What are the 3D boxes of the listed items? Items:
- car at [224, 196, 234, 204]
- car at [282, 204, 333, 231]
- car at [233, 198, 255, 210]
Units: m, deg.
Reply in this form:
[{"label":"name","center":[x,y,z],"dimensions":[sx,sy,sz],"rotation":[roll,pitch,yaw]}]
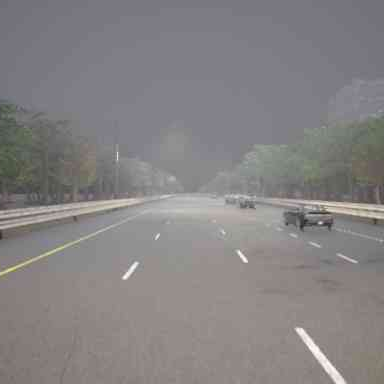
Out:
[{"label":"car","center":[7.135,1.545,62.485],"dimensions":[2.128,1.511,4.902],"rotation":[0,0,0]},{"label":"car","center":[7.005,1.499,20.534],"dimensions":[2.128,1.511,4.902],"rotation":[0,0,0]},{"label":"car","center":[7.056,1.584,43.999],"dimensions":[1.837,1.490,4.892],"rotation":[0,0,0]}]
